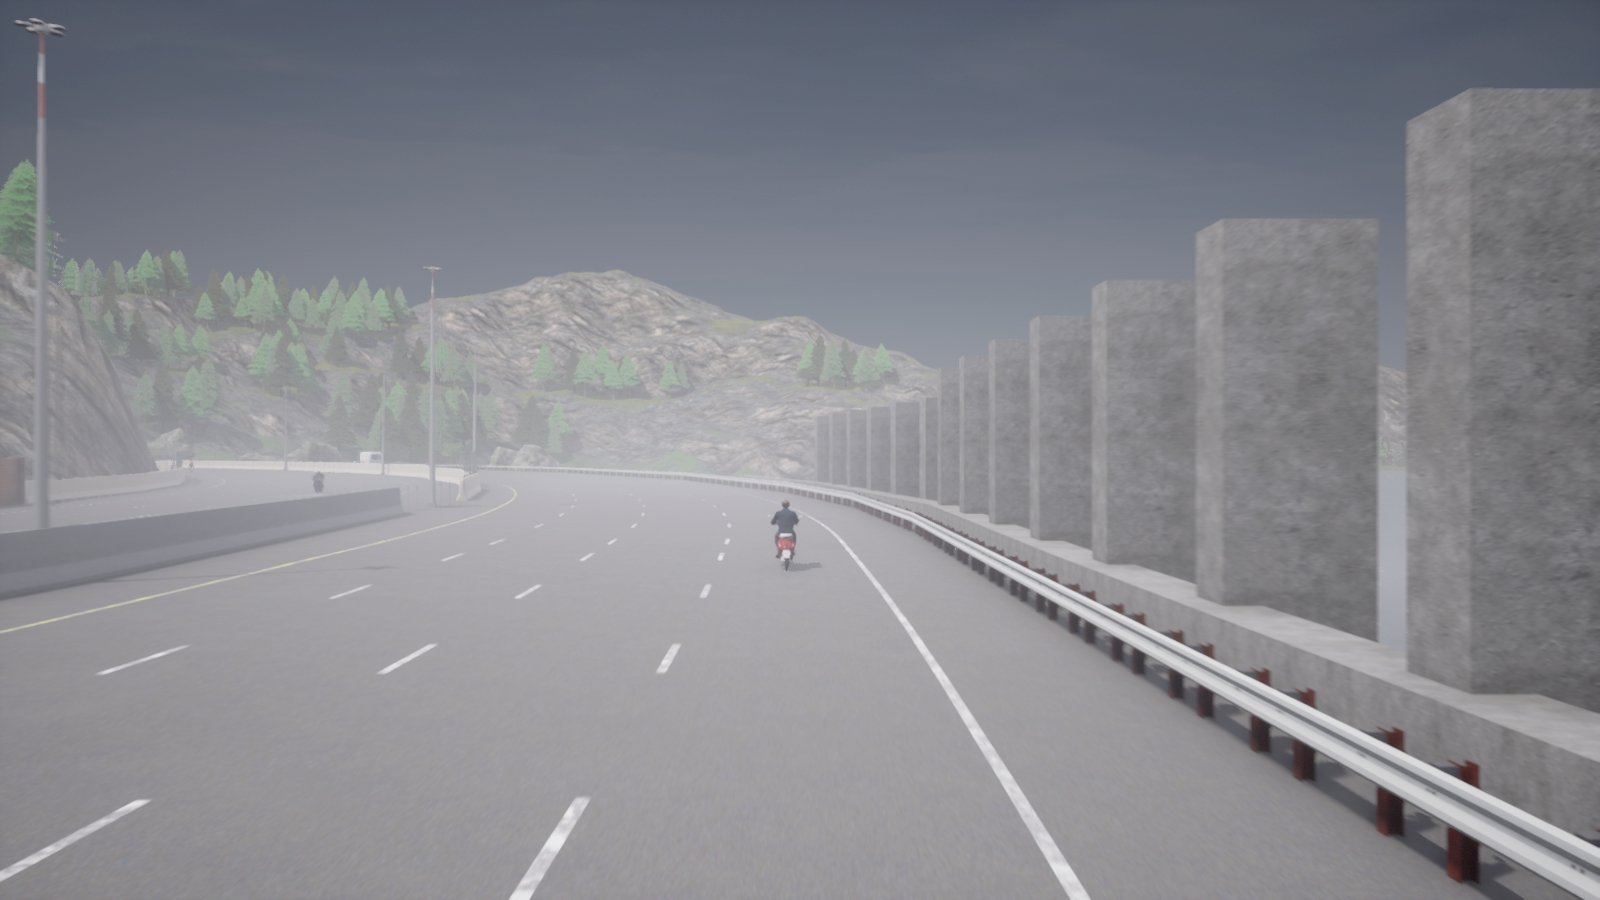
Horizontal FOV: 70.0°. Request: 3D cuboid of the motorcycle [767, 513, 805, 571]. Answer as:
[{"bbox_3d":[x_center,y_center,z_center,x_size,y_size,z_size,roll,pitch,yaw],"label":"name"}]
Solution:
[{"bbox_3d":[-0.345,2.179,27.373,0.856,1.236,1.805,-1,0,-2],"label":"motorcycle"}]
